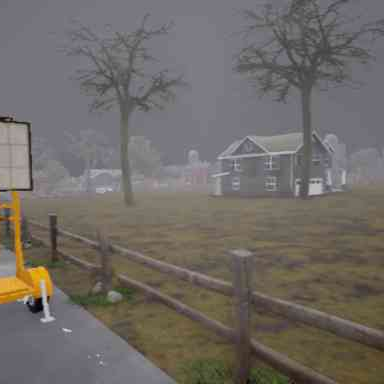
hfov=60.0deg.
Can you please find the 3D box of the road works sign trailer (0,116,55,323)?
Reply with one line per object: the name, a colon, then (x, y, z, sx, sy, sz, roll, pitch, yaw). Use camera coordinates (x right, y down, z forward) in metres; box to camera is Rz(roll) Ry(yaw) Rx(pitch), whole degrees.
road works sign trailer: (-4.133, 0.414, 5.864, 2.380, 3.560, 2.880, -3, 2, -42)
